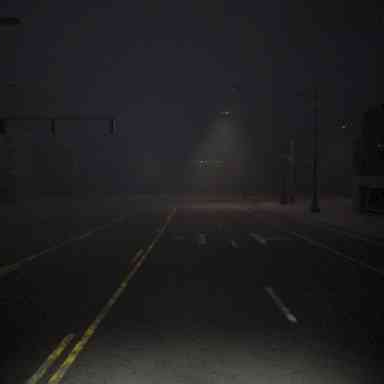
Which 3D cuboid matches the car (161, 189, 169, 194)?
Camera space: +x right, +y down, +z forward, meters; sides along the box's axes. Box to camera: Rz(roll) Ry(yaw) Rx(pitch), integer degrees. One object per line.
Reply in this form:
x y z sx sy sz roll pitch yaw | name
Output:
-7.002 -0.131 86.043 1.812 1.442 4.674 0 1 0 | car
